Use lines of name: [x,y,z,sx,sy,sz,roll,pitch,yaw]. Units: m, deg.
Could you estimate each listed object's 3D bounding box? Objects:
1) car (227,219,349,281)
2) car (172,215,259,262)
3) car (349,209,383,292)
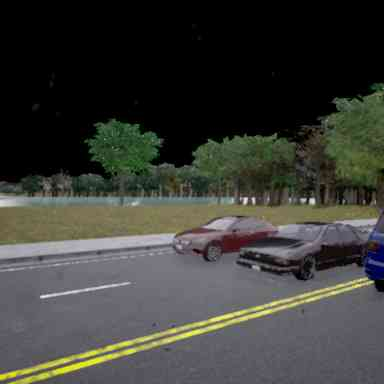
car: [3.880,1.653,10.373,5.357,1.411,2.033,1,-1,-35]
car: [1.472,1.630,12.634,4.674,1.442,1.812,1,-1,-35]
car: [6.336,1.327,7.885,5.566,2.045,2.150,1,0,-35]
